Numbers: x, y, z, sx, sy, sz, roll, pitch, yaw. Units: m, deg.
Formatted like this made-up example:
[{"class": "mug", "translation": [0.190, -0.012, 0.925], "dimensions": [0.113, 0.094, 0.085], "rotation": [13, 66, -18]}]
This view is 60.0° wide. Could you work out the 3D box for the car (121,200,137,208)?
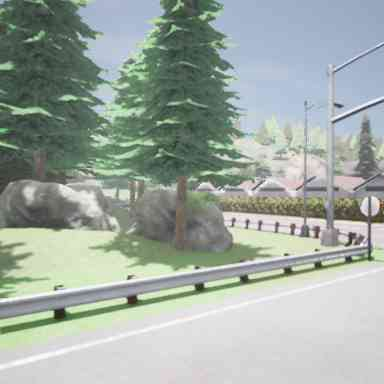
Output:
[{"class": "car", "translation": [-9.729, 1.951, 55.283], "dimensions": [2.033, 1.411, 5.357], "rotation": [0, 0, 18]}]
